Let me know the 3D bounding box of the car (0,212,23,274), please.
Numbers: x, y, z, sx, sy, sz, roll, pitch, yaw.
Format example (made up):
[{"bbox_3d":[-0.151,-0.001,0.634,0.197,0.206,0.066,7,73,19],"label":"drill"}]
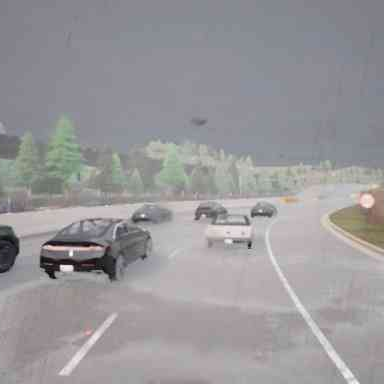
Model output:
[{"bbox_3d":[-6.359,1.214,7.510,2.150,2.045,5.566,0,0,5],"label":"car"}]

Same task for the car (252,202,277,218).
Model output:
[{"bbox_3d":[6.901,1.655,31.720,1.994,1.385,4.181,1,0,22],"label":"car"}]

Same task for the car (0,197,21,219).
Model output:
[{"bbox_3d":[-16.834,1.350,27.682,2.097,1.767,4.553,0,0,17],"label":"car"}]

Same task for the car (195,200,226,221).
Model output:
[{"bbox_3d":[1.637,1.571,27.720,1.837,1.490,4.892,0,0,18],"label":"car"}]

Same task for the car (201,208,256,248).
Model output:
[{"bbox_3d":[1.837,1.641,15.177,1.895,1.301,4.718,0,0,11],"label":"car"}]

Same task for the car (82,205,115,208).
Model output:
[{"bbox_3d":[-8.712,1.539,30.389,1.837,1.490,4.892,0,0,19],"label":"car"}]

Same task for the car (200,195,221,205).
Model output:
[{"bbox_3d":[3.534,1.521,63.184,2.097,1.767,4.553,0,0,30],"label":"car"}]

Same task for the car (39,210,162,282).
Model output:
[{"bbox_3d":[-2.530,1.504,9.877,2.128,1.511,4.902,0,0,7],"label":"car"}]

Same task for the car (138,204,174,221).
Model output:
[{"bbox_3d":[-2.861,1.608,25.031,1.994,1.385,4.181,0,0,16],"label":"car"}]
